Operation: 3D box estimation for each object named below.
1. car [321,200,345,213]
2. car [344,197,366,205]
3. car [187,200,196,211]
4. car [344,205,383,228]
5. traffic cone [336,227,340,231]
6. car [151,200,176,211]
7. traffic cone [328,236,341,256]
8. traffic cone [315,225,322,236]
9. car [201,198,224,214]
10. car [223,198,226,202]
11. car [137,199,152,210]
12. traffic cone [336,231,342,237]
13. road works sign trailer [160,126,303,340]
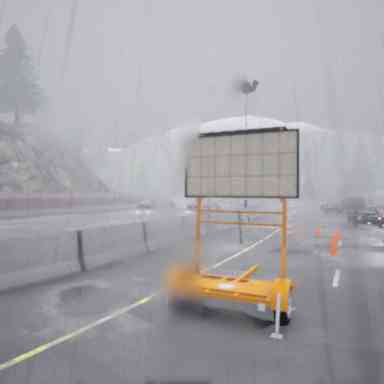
[{"bbox_3d":[18.151,2.039,43.554,1.895,1.301,4.718,0,0,11],"label":"car"},{"bbox_3d":[21.988,1.696,45.653,2.150,2.045,5.566,1,-1,10],"label":"car"},{"bbox_3d":[0.573,1.840,47.574,1.882,1.535,5.008,0,0,12],"label":"car"},{"bbox_3d":[12.789,1.865,24.757,1.895,1.301,4.718,0,0,19],"label":"car"},{"bbox_3d":[7.081,2.121,16.232,0.340,0.580,0.340,0,0,25],"label":"traffic cone"},{"bbox_3d":[-3.504,1.827,45.477,1.837,1.490,4.892,0,0,13],"label":"car"},{"bbox_3d":[5.367,2.083,12.618,0.340,0.580,0.340,0,0,25],"label":"traffic cone"},{"bbox_3d":[7.035,2.137,18.467,0.340,0.580,0.340,0,0,25],"label":"traffic cone"},{"bbox_3d":[2.275,1.840,39.837,1.812,1.442,4.674,0,0,15],"label":"car"},{"bbox_3d":[7.306,1.933,81.258,1.812,1.442,4.674,0,0,-2],"label":"car"},{"bbox_3d":[-6.394,1.805,48.541,1.882,1.535,5.008,0,-1,12],"label":"car"},{"bbox_3d":[6.224,2.102,14.425,0.340,0.580,0.340,0,0,25],"label":"traffic cone"},{"bbox_3d":[1.032,0.523,6.942,2.380,3.560,2.880,0,0,25],"label":"road works sign trailer"}]
